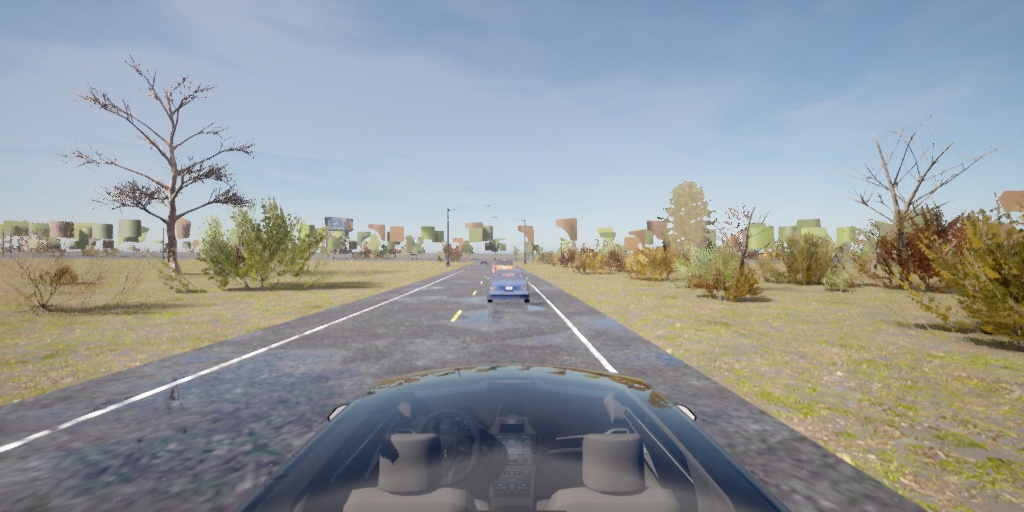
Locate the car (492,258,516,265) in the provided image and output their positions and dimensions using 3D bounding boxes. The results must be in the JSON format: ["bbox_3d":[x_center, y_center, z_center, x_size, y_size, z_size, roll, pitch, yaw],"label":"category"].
[{"bbox_3d":[-0.689,1.090,31.559,2.097,1.767,4.553,0,0,-2],"label":"car"}]

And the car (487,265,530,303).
[{"bbox_3d":[-0.179,1.305,16.573,2.033,1.411,5.357,0,0,-1],"label":"car"}]
